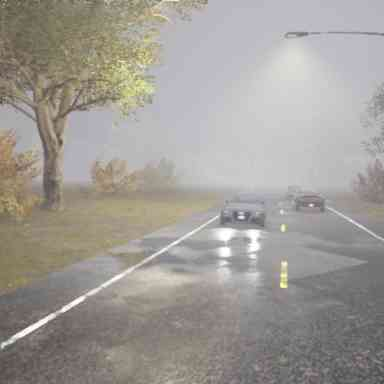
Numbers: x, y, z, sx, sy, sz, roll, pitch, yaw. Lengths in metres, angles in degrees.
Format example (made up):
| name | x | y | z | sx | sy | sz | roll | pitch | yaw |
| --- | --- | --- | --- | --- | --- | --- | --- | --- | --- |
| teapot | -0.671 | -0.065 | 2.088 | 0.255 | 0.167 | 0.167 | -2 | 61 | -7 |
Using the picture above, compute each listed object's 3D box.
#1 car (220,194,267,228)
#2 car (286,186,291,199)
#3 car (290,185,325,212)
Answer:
| name | x | y | z | sx | sy | sz | roll | pitch | yaw |
| --- | --- | --- | --- | --- | --- | --- | --- | --- | --- |
| car | 2.636 | 0.822 | 16.245 | 1.994 | 1.385 | 4.181 | 2 | 3 | 15 |
| car | 11.259 | -0.020 | 36.111 | 2.033 | 1.411 | 5.357 | 1 | 3 | 13 |
| car | 8.304 | 0.486 | 23.781 | 1.837 | 1.490 | 4.892 | 1 | 3 | 14 |
